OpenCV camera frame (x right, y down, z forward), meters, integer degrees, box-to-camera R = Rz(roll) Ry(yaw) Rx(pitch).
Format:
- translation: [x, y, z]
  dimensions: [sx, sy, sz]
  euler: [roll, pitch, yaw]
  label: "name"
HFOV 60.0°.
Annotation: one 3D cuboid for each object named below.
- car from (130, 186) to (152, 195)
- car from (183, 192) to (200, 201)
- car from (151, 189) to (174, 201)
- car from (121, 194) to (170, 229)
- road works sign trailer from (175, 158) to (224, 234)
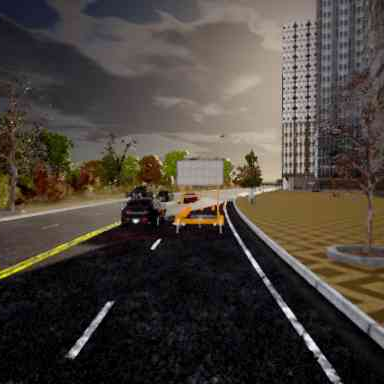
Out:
- translation: [-6.804, 0.235, 45.701]
  dimensions: [2.150, 2.045, 5.566]
  euler: [0, 1, 8]
  label: "car"
- translation: [0.018, 0.563, 46.474]
  dimensions: [1.994, 1.385, 4.181]
  euler: [0, 1, 8]
  label: "car"
- translation: [-3.637, 0.539, 44.829]
  dimensions: [1.837, 1.490, 4.892]
  euler: [0, 1, 8]
  label: "car"
- translation: [-2.586, 1.101, 18.566]
  dimensions: [1.837, 1.490, 4.892]
  euler: [0, 1, 3]
  label: "car"
- translation: [0.419, 0.102, 16.752]
  dimensions: [2.380, 3.560, 2.880]
  euler: [0, 1, 4]
  label: "road works sign trailer"
